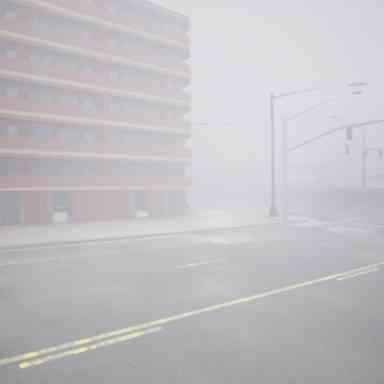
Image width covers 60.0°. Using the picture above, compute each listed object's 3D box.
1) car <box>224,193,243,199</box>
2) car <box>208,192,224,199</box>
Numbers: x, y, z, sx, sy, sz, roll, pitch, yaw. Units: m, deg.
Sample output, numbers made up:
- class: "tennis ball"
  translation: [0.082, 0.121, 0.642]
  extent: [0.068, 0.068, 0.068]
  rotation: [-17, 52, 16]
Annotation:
- class: "car"
  translation: [10.324, 0.970, 80.074]
  extent: [3.806, 1.475, 1.970]
  rotation: [-1, 1, -35]
- class: "car"
  translation: [6.356, 0.831, 84.299]
  extent: [4.611, 1.667, 2.242]
  rotation: [-1, 1, -35]
